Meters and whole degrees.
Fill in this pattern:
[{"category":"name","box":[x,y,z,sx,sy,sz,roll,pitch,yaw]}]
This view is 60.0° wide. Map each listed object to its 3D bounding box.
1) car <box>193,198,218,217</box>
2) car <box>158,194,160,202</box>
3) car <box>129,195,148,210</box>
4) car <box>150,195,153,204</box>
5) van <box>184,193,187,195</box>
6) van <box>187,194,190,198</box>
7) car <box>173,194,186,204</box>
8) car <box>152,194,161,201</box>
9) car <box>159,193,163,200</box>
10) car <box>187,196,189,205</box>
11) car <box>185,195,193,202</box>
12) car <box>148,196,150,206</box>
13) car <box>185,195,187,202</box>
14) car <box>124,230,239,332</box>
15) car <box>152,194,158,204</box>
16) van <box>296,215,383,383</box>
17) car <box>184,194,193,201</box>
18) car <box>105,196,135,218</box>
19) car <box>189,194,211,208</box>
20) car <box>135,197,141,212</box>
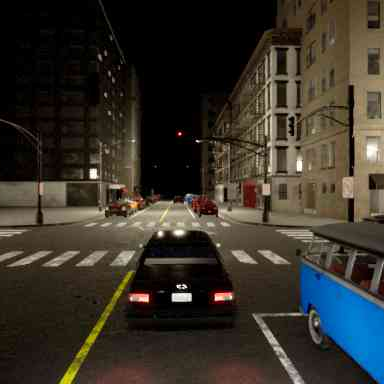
[{"category":"car","box":[1.386,1.543,30.544,1.887,1.381,4.507,0,0,-2]},{"category":"car","box":[-8.252,1.555,68.033,1.947,1.339,4.313,0,0,-2]},{"category":"car","box":[-7.094,1.313,41.010,2.192,1.841,5.009,0,0,-2]},{"category":"car","box":[-7.557,1.561,51.819,1.947,1.339,4.313,0,0,-2]},{"category":"van","box":[-0.465,1.328,73.780,1.690,1.788,3.998,0,0,-2]},{"category":"van","box":[0.461,1.337,52.163,1.690,1.788,3.998,0,0,-2]},{"category":"car","box":[-2.480,1.518,61.340,1.812,1.442,4.674,0,0,-3]},{"category":"car","box":[-8.946,1.423,84.246,1.967,1.590,4.097,0,0,-2]},{"category":"car","box":[-8.715,1.300,78.842,2.192,1.841,5.009,0,0,-2]},{"category":"car","box":[0.692,1.542,46.758,1.887,1.381,4.507,0,0,-2]},{"category":"car","box":[-0.704,1.510,79.355,1.752,1.417,4.829,0,0,-2]},{"category":"car","box":[-7.319,1.522,46.245,1.752,1.417,4.829,0,0,-2]},{"category":"car","box":[0.229,1.560,57.567,1.947,1.339,4.313,0,0,-2]},{"category":"car","box":[-0.256,1.547,7.245,2.033,1.411,5.357,0,0,-2]},{"category":"car","box":[-8.020,1.542,62.628,2.008,1.369,4.403,0,0,-2]},{"category":"van","box":[2.537,1.341,3.689,1.690,1.788,3.998,0,0,-2]},{"category":"car","box":[-0.928,1.423,84.589,1.967,1.590,4.097,0,0,-2]},{"category":"car","box":[-6.631,1.439,30.201,1.967,1.590,4.097,0,0,-2]},{"category":"car","box":[1.155,1.313,35.949,2.192,1.841,5.009,0,0,-2]},{"category":"car","box":[-6.856,1.524,35.435,1.752,1.417,4.829,0,0,-2]}]
